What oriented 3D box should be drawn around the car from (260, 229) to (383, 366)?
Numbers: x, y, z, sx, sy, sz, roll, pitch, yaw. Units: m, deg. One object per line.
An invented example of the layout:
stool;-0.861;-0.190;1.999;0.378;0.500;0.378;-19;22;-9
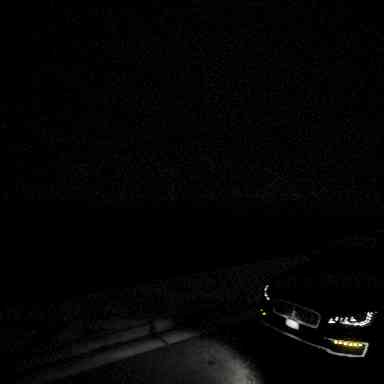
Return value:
car;3.277;1.459;5.706;4.892;1.490;1.837;0;0;-35
